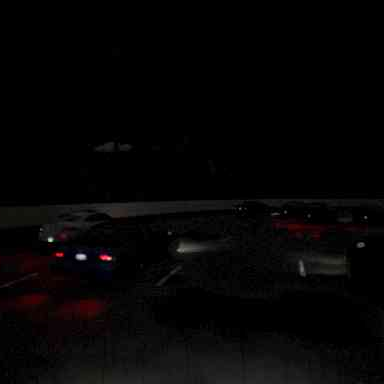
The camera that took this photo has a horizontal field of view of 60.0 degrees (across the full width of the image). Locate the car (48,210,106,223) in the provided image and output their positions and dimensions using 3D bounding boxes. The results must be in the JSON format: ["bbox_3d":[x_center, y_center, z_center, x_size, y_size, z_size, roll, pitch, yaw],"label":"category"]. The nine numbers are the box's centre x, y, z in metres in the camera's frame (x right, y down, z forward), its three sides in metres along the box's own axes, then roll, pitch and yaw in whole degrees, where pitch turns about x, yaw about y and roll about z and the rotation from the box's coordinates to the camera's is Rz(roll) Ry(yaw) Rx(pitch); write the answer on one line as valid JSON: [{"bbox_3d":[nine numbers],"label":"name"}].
[{"bbox_3d":[-4.409,1.495,14.193,1.812,1.442,4.674,0,0,17],"label":"car"}]

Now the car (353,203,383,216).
[{"bbox_3d":[13.300,1.568,24.395,1.882,1.535,5.008,0,0,39],"label":"car"}]

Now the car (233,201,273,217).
[{"bbox_3d":[6.102,1.588,32.451,2.033,1.411,5.357,0,0,42],"label":"car"}]

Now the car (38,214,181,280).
[{"bbox_3d":[-1.893,1.534,10.006,2.033,1.411,5.357,0,0,15],"label":"car"}]

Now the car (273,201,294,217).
[{"bbox_3d":[9.748,1.591,30.822,1.812,1.442,4.674,0,0,43],"label":"car"}]

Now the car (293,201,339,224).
[{"bbox_3d":[9.795,1.544,25.562,1.882,1.535,5.008,0,0,37],"label":"car"}]

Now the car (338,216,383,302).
[{"bbox_3d":[4.564,1.509,6.598,1.882,1.535,5.008,0,0,11],"label":"car"}]
